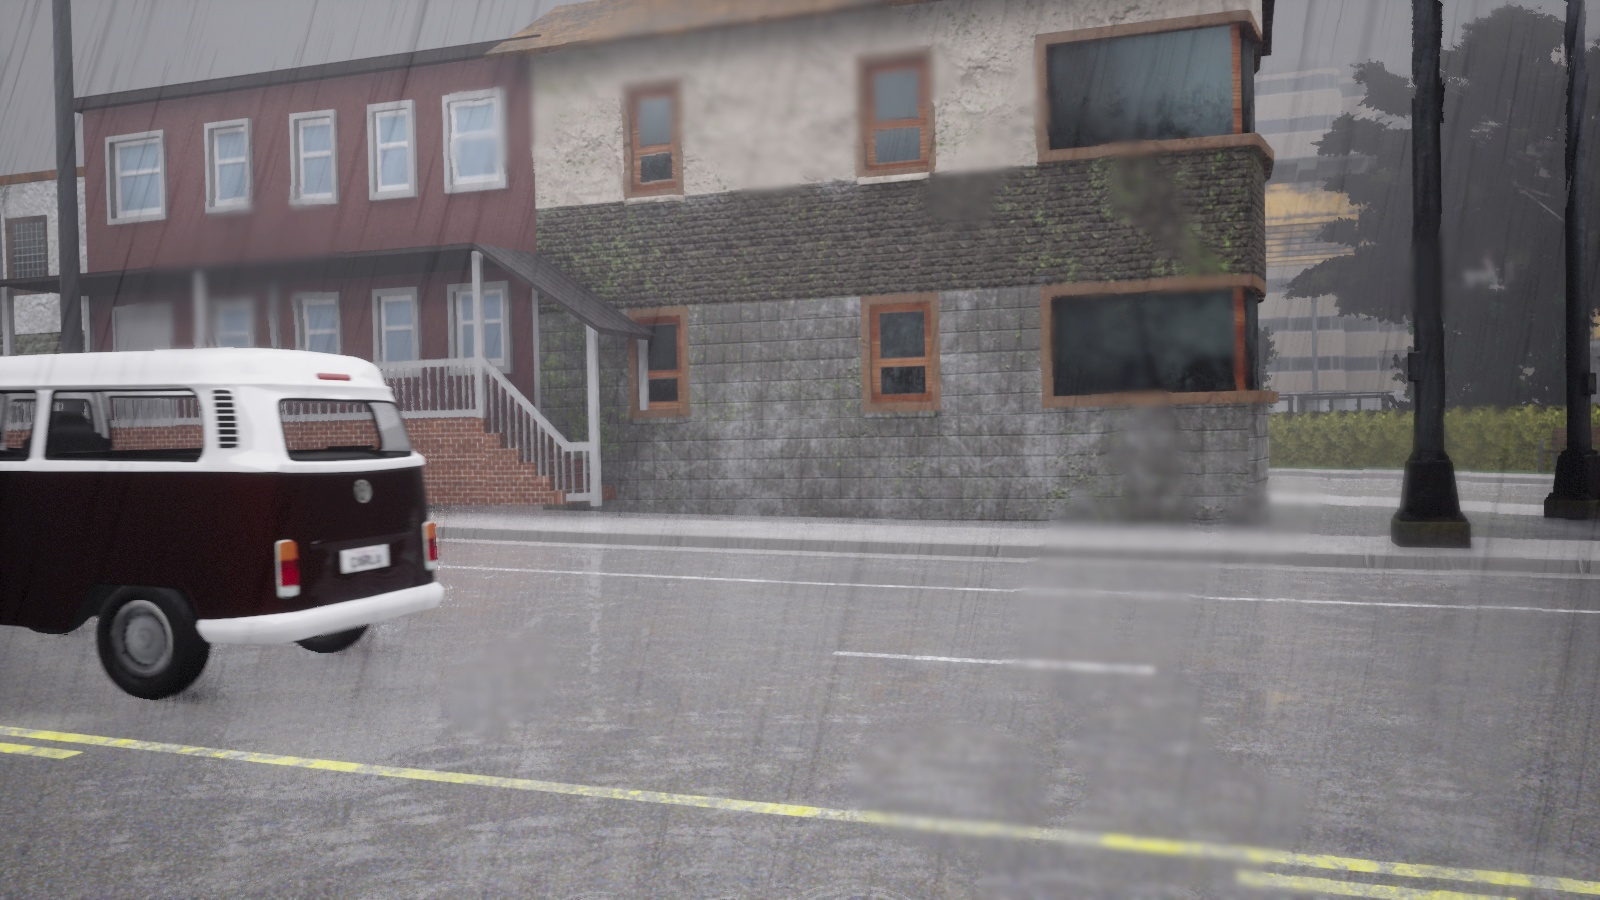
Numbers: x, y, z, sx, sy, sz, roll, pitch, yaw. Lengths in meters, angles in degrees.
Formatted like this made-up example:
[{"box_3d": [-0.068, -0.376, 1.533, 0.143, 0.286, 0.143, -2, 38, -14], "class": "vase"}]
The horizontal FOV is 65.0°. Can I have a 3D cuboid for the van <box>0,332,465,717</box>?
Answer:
[{"box_3d": [-4.750, 0.343, 8.325, 4.480, 2.038, 2.069, 1, 1, 18], "class": "van"}]
